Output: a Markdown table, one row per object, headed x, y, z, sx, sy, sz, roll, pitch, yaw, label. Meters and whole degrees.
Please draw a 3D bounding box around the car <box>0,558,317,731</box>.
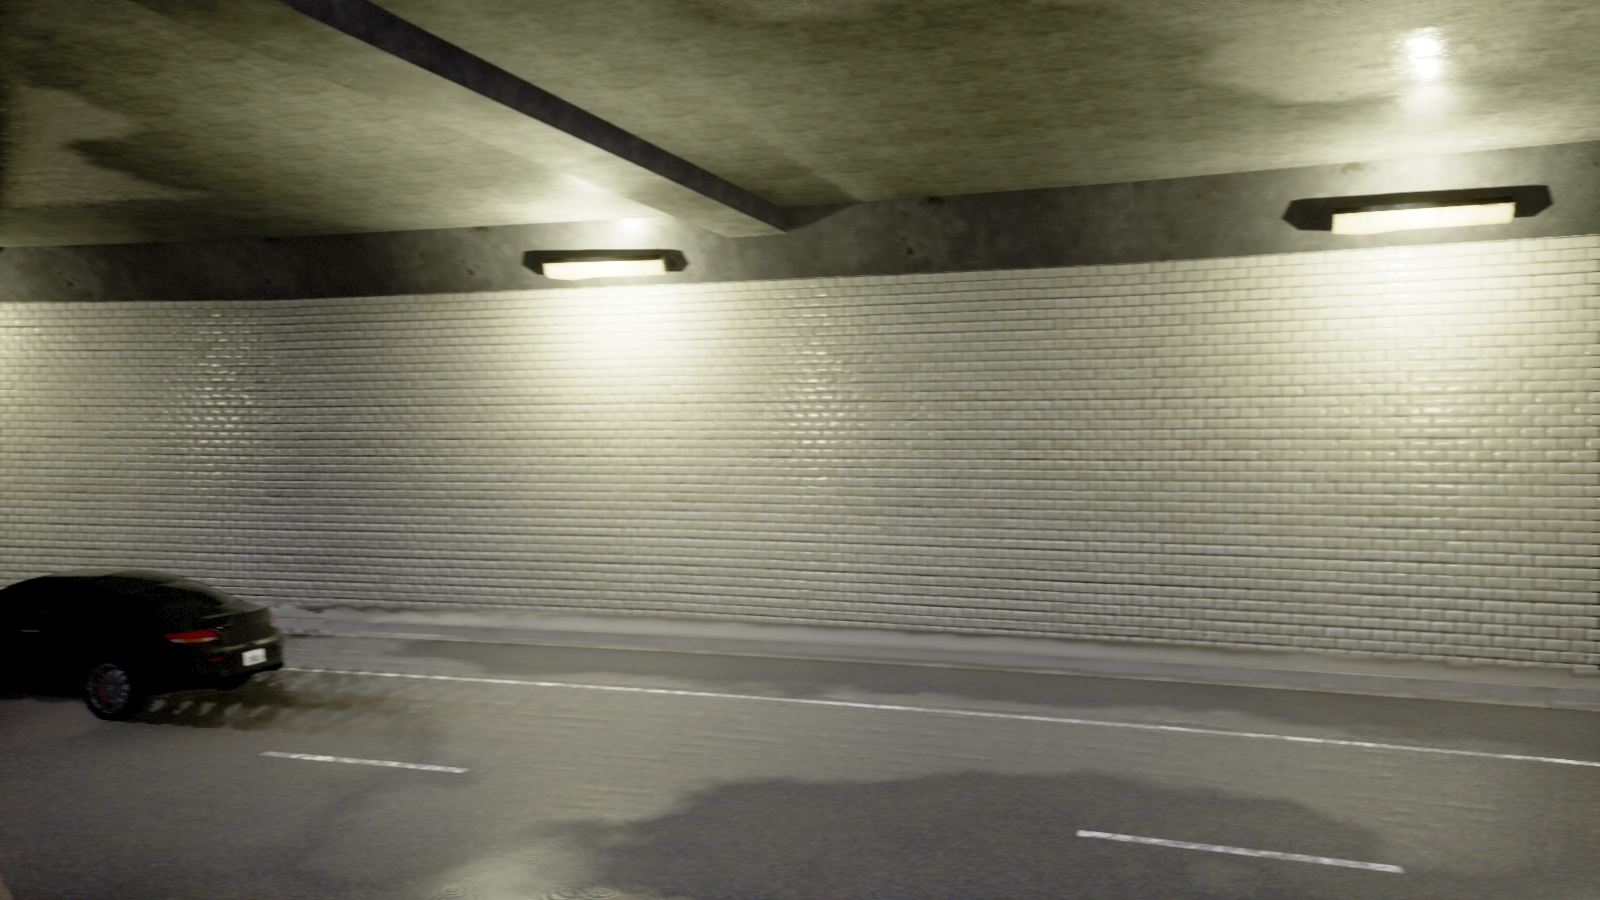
| x | y | z | sx | sy | sz | roll | pitch | yaw | label |
| --- | --- | --- | --- | --- | --- | --- | --- | --- | --- |
| -8.153 | 2.079 | 12.920 | 4.674 | 1.442 | 2.002 | 0 | 0 | 14 | car |
